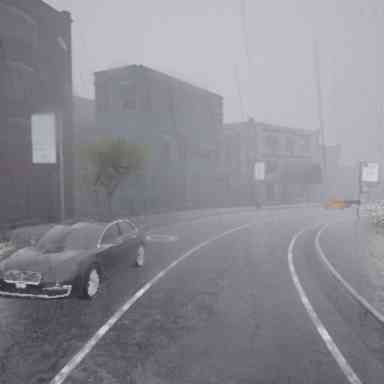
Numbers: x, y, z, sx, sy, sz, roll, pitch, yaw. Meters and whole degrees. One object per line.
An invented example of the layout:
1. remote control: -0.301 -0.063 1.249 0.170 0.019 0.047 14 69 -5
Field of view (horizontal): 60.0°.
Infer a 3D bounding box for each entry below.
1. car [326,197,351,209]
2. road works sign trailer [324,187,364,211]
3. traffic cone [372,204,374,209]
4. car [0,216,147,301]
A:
1. car: 19.394 1.429 44.116 5.008 1.535 1.882 1 3 -45
2. road works sign trailer: 17.264 0.896 38.320 2.380 2.880 3.560 2 2 -10
3. traffic cone: 25.787 2.056 47.566 0.340 0.580 0.340 0 4 -45
4. car: -2.595 1.423 8.342 1.837 1.490 4.892 1 0 11
